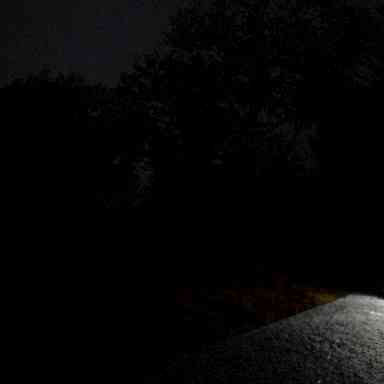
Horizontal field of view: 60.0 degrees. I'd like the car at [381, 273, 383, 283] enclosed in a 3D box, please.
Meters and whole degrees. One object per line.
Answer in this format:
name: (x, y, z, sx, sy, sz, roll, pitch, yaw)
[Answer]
car: (6.697, 1.533, 8.173, 5.357, 1.411, 2.033, 0, 0, -38)
